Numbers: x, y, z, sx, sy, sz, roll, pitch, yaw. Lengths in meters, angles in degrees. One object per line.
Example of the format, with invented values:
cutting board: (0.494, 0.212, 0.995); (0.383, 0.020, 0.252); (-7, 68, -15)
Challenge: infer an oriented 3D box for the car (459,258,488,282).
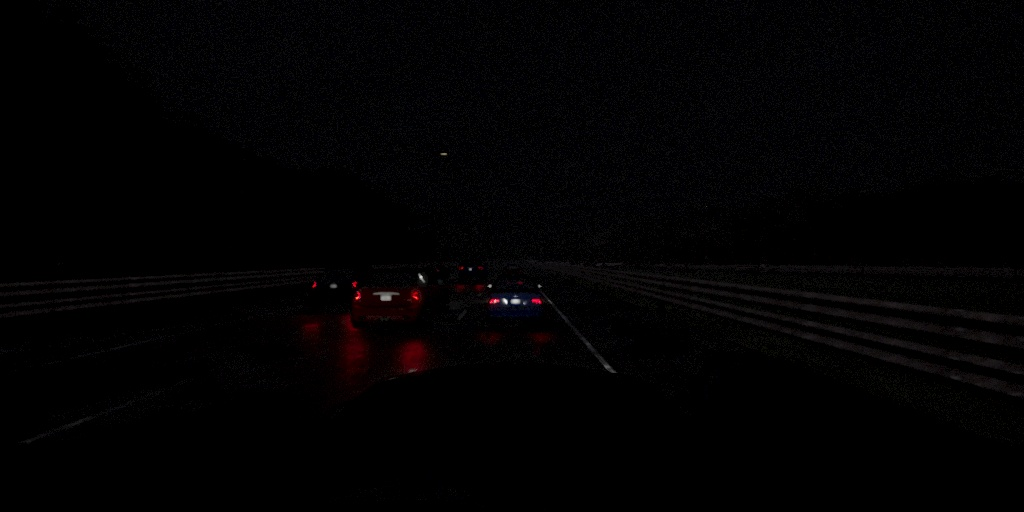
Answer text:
car: (-3.402, 1.193, 31.976); (2.150, 2.045, 5.566); (0, 0, 0)

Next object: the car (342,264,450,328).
car: (-3.402, 1.170, 11.809); (2.097, 1.767, 4.553); (0, 0, 0)

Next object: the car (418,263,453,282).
car: (-6.901, 1.468, 32.888); (2.128, 1.511, 4.902); (0, 0, 0)

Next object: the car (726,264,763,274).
car: (35.136, 1.883, 54.295); (2.163, 1.488, 4.792); (0, 0, -32)

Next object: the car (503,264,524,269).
car: (0.102, 1.508, 33.832); (1.812, 1.442, 4.674); (0, 0, 0)

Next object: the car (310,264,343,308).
car: (-6.901, 1.200, 16.003); (2.097, 1.767, 4.553); (0, 0, 0)

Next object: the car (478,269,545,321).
car: (0.102, 1.373, 12.817); (2.033, 1.411, 5.357); (0, 0, 0)
